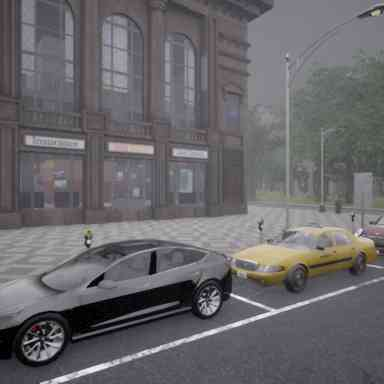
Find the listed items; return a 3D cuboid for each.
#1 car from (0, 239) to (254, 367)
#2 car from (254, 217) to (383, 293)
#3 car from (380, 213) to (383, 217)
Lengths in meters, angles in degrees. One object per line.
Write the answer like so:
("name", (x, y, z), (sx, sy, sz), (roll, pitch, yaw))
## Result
("car", (-1.208, 1.565, 5.792), (4.313, 1.339, 1.947), (0, 0, -36))
("car", (3.076, 1.525, 8.859), (4.829, 1.417, 1.752), (0, 0, -36))
("car", (7.635, 1.440, 12.123), (4.097, 1.590, 1.967), (0, 0, -36))
